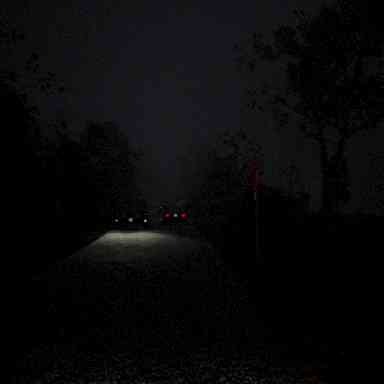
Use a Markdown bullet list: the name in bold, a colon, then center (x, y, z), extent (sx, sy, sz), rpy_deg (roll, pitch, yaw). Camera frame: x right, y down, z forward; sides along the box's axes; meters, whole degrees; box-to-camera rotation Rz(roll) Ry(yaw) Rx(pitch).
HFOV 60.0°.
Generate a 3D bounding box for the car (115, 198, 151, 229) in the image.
- **car**: center (-4.149, 1.437, 23.862), extent (2.150, 2.045, 5.566), rpy_deg (1, -1, -6)

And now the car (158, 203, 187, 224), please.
- **car**: center (-1.486, 1.826, 27.147), extent (2.033, 1.411, 5.357), rpy_deg (0, -1, -6)

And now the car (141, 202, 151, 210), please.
- **car**: center (-9.089, 2.666, 65.856), extent (1.882, 1.535, 5.008), rpy_deg (0, -2, -7)

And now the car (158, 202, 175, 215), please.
- **car**: center (-3.355, 2.089, 42.977), extent (1.812, 1.442, 4.674), rpy_deg (0, -1, -8)
